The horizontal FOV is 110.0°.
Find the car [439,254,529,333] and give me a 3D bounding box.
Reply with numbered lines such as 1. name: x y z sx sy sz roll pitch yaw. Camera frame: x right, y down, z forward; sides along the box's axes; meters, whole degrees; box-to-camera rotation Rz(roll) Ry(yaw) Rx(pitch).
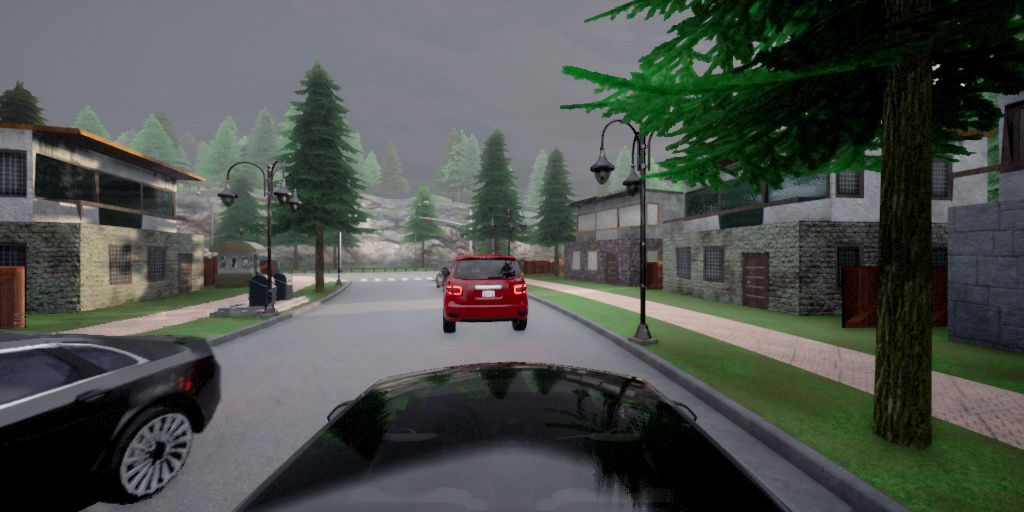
1. car: -0.947 0.970 10.987 2.150 2.045 5.566 0 0 -9

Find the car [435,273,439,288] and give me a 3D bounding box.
1. car: -3.359 1.295 21.172 2.033 1.411 5.357 0 0 -18

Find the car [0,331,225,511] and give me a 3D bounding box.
1. car: -3.818 1.241 1.587 2.128 1.511 4.902 0 0 -1
